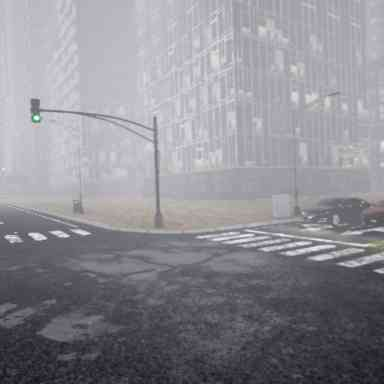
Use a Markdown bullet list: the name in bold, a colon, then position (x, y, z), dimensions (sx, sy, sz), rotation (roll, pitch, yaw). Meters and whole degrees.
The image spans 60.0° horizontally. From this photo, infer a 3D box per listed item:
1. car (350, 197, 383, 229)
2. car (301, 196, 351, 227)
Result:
- **car**: position (10.337, 0.959, 16.456), dimensions (5.008, 1.535, 1.882), rotation (-2, 1, -32)
- **car**: position (8.308, 1.034, 19.017), dimensions (4.892, 1.490, 1.837), rotation (-2, 1, -32)
